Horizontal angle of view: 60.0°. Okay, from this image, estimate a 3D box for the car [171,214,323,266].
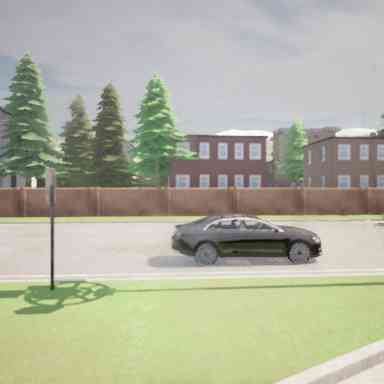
[{"bbox_3d":[1.744,1.483,10.940,4.902,1.511,2.128,0,0,-4],"label":"car"}]
